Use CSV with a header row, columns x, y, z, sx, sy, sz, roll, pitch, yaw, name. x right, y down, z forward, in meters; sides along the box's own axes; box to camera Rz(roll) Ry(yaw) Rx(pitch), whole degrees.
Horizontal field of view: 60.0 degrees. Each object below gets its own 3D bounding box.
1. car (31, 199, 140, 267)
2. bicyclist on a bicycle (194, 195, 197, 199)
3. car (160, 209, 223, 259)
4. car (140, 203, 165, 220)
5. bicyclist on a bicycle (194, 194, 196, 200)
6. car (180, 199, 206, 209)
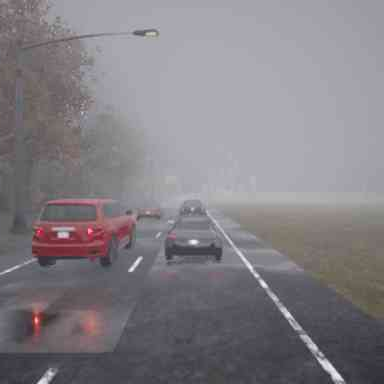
x,y,z,sx,sy,sz,roll,pitch,yaw,name
-3.441,1.230,11.617,2.150,2.045,5.566,0,0,0,car
0.920,1.488,85.245,0.866,1.612,1.509,0,0,0,bicyclist on a bicycle
0.066,1.570,12.640,1.994,1.385,4.181,0,0,0,car
-3.439,1.579,28.201,1.994,1.385,4.181,0,0,0,car
0.918,1.424,94.242,0.659,1.776,1.843,0,0,0,bicyclist on a bicycle
0.057,1.365,27.374,2.097,1.767,4.553,0,0,0,car
